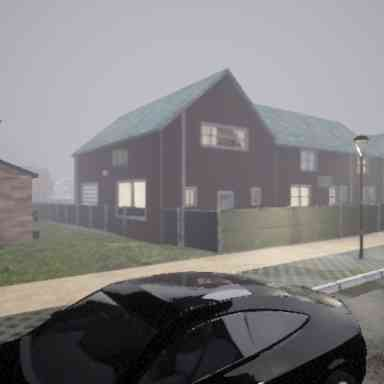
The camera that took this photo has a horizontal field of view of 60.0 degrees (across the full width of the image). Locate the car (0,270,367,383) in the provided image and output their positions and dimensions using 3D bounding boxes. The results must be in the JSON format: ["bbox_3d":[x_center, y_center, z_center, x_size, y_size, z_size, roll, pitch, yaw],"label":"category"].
[{"bbox_3d":[-0.307,1.527,2.837,4.674,1.442,1.812,0,0,-36],"label":"car"}]
